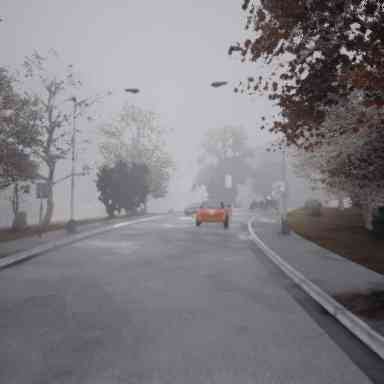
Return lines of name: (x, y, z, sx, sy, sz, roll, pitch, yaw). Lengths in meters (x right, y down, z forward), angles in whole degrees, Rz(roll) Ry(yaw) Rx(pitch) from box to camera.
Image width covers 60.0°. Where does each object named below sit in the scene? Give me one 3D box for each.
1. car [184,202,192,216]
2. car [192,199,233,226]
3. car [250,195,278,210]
car: (0.790, 1.511, 32.340, 1.837, 1.490, 4.892, -2, -1, 23)
car: (1.654, 1.314, 23.286, 2.097, 1.767, 4.553, -1, 0, 11)
car: (8.711, 1.167, 39.994, 2.097, 1.767, 4.553, -3, -1, 33)
